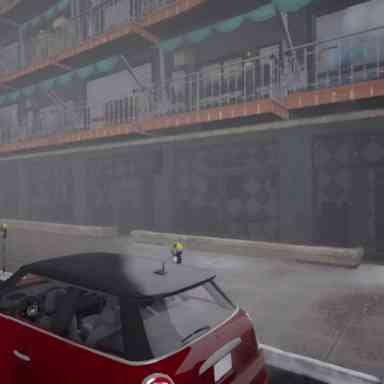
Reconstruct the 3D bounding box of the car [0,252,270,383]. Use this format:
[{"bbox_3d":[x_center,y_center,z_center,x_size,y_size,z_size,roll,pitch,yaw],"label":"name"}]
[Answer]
[{"bbox_3d":[-1.330,1.439,3.816,4.097,1.590,1.967,0,0,35],"label":"car"}]
